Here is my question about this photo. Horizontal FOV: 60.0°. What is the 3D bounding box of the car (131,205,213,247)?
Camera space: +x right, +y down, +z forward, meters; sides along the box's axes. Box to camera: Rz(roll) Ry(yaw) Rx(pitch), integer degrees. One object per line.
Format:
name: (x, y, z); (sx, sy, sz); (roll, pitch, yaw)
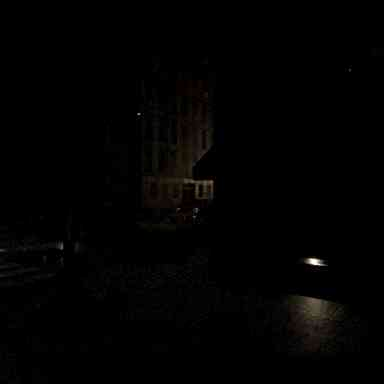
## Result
car: (-0.290, 1.530, 15.123); (1.752, 1.417, 4.829); (0, 0, 36)

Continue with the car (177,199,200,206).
car: (0.693, 1.321, 25.934); (2.097, 1.767, 4.553); (0, 0, 35)

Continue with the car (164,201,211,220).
car: (-0.313, 1.521, 28.899); (1.947, 1.339, 4.313); (0, 0, 36)

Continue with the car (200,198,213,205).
car: (2.913, 1.314, 19.604); (2.192, 1.841, 5.009); (0, 0, 36)

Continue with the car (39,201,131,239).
car: (-5.141, 1.457, 17.765); (1.882, 1.535, 5.008); (0, 0, 34)

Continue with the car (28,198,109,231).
car: (-6.913, 1.282, 19.656); (2.192, 1.841, 5.009); (0, 0, 36)
